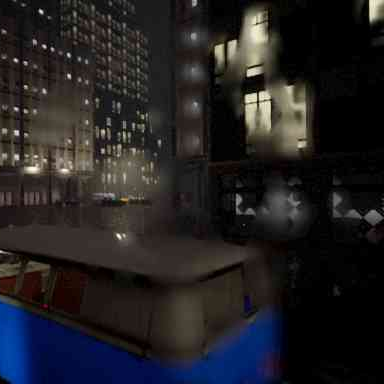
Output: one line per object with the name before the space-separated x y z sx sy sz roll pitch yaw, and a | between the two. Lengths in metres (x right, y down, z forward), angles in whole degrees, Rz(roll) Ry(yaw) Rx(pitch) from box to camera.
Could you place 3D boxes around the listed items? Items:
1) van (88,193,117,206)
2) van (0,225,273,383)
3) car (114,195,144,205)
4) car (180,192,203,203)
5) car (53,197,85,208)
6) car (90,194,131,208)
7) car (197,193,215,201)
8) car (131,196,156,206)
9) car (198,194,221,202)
van | -13.596 1.133 50.544 1.690 1.788 3.998 0 0 36
van | -1.112 1.342 3.684 3.998 1.788 1.690 0 -1 36
car | -10.363 1.276 54.958 1.752 1.417 4.829 0 0 36
car | -0.152 0.907 54.723 2.192 1.841 5.009 0 0 36
car | -16.926 1.401 45.994 1.947 1.339 4.313 0 0 36
car | -10.141 1.265 41.077 1.887 1.381 4.507 0 0 36
car | 3.065 1.014 73.299 1.967 1.590 4.097 0 0 36
car | -6.811 1.229 45.626 2.008 1.369 4.403 0 0 36
car | 3.181 1.099 59.273 2.008 1.369 4.403 0 0 36
